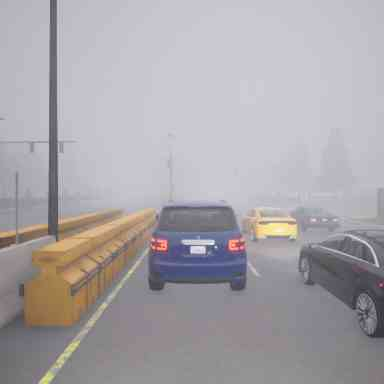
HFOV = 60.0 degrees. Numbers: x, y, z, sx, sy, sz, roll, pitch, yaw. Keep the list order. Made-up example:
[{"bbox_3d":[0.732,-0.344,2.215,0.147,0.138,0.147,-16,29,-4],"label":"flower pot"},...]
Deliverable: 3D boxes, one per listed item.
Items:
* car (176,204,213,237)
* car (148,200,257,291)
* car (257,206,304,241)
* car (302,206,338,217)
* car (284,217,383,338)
[{"bbox_3d":[0.151,1.505,19.026,1.837,1.490,4.892,0,0,0],"label":"car"},{"bbox_3d":[0.125,1.222,9.177,2.150,2.045,5.566,0,0,0],"label":"car"},{"bbox_3d":[3.643,1.478,16.411,1.882,1.535,5.008,0,0,0],"label":"car"},{"bbox_3d":[7.167,1.547,20.349,2.033,1.411,5.357,0,0,1],"label":"car"},{"bbox_3d":[3.614,1.492,6.569,2.128,1.511,4.902,0,0,0],"label":"car"}]
